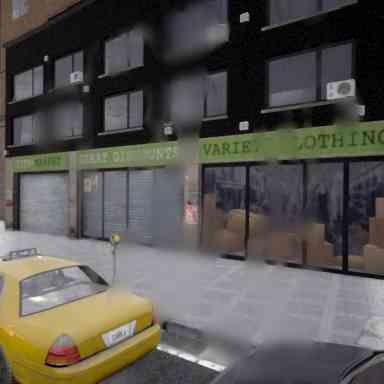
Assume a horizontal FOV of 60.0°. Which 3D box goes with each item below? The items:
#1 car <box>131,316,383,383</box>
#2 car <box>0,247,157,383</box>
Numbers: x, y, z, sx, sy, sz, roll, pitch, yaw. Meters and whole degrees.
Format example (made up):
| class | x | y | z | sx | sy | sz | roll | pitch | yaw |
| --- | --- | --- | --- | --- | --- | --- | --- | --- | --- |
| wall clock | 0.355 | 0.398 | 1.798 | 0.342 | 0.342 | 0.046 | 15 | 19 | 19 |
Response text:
| class | x | y | z | sx | sy | sz | roll | pitch | yaw |
| --- | --- | --- | --- | --- | --- | --- | --- | --- | --- |
| car | 2.010 | 1.551 | 1.655 | 4.403 | 1.369 | 2.008 | 0 | 1 | 36 |
| car | -2.673 | 1.524 | 5.002 | 4.829 | 1.417 | 1.752 | 0 | 1 | 36 |
